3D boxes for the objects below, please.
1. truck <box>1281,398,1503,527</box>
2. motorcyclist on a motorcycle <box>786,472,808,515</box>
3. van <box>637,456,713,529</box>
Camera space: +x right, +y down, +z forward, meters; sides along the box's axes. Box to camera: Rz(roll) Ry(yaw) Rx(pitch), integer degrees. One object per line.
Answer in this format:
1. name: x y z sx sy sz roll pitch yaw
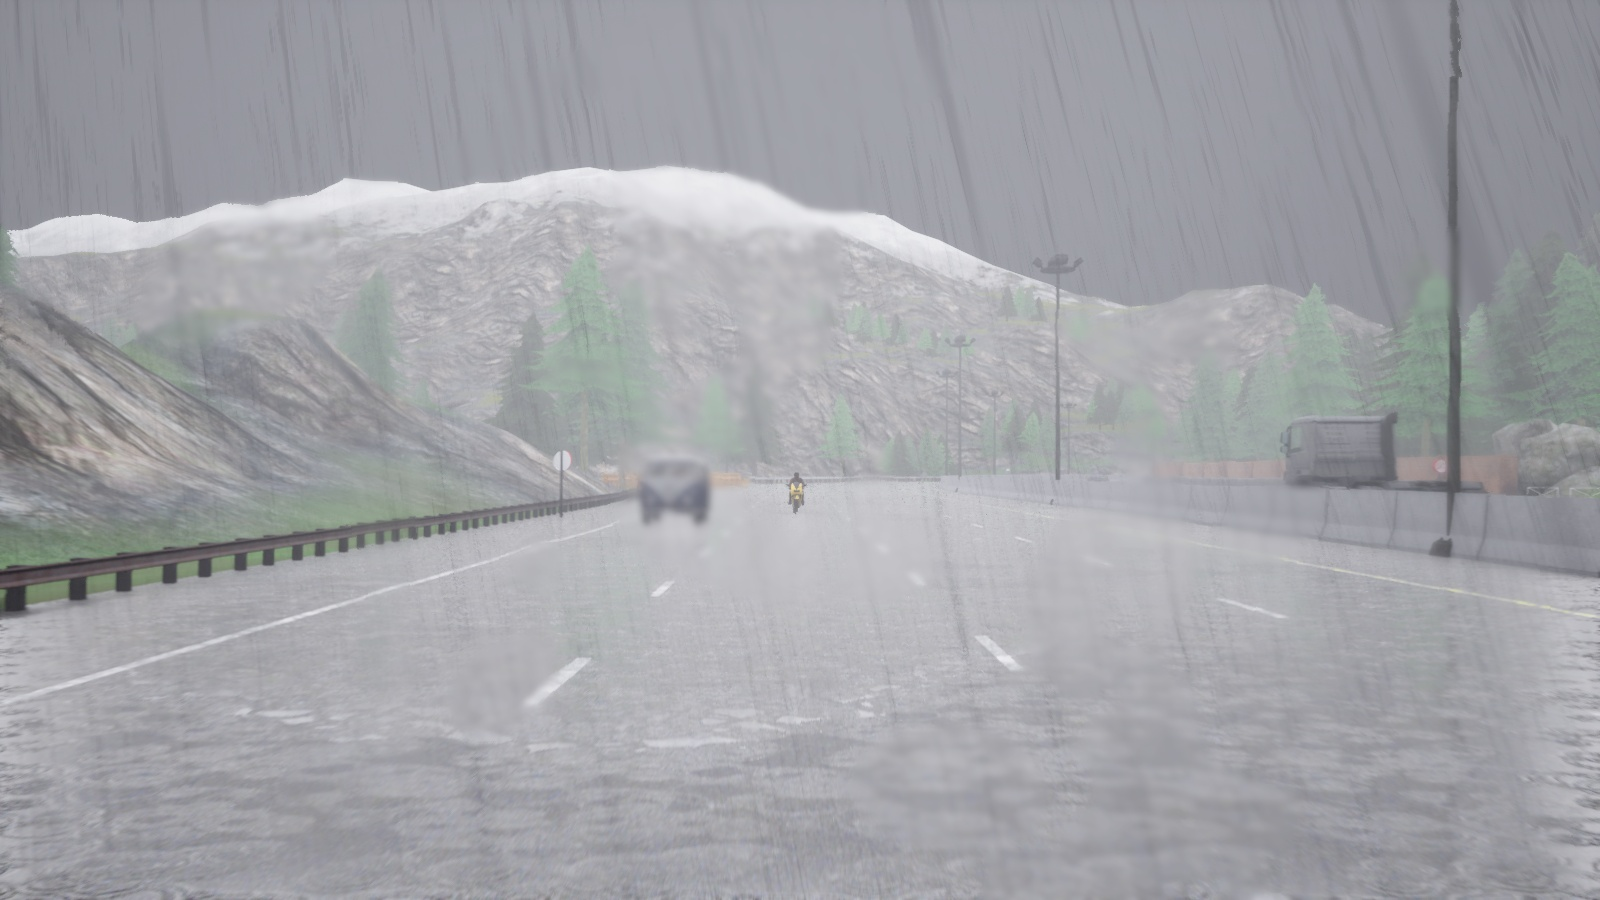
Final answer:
1. truck: 17.405 0.394 37.671 2.891 3.462 7.936 0 -1 0
2. motorcyclist on a motorcycle: -0.111 1.561 45.688 0.797 1.523 2.044 0 0 0
3. van: -3.590 1.195 36.603 1.775 1.987 4.442 0 -1 0
